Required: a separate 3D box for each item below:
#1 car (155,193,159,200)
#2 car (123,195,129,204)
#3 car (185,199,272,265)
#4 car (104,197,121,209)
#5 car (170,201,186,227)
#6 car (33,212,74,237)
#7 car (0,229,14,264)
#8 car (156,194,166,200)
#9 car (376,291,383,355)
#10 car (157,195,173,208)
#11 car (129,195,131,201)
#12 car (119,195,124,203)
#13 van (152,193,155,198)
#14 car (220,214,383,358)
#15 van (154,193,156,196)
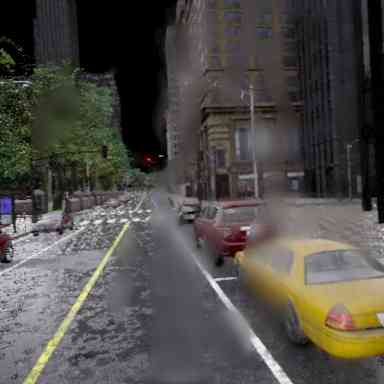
[{"bbox_3d":[-5.129,1.450,59.107,1.752,1.417,4.829,-3,0,-8],"label":"car"},{"bbox_3d":[-15.716,1.838,73.940,1.967,1.590,4.097,-3,0,-8],"label":"car"},{"bbox_3d":[1.287,1.181,11.238,2.192,1.841,5.009,-3,0,-8],"label":"car"},{"bbox_3d":[-12.824,1.932,52.453,2.008,1.369,4.403,-3,0,-8],"label":"car"},{"bbox_3d":[-0.143,1.448,21.993,1.947,1.339,4.313,-3,0,-8],"label":"car"},{"bbox_3d":[-8.582,1.926,20.877,1.802,1.307,4.206,-3,0,-8],"label":"car"},{"bbox_3d":[-7.145,1.768,10.121,1.967,1.590,4.097,-3,0,-8],"label":"car"},{"bbox_3d":[-4.383,1.485,53.567,1.947,1.339,4.313,-3,0,-8],"label":"car"},{"bbox_3d":[2.744,1.398,0.485,2.008,1.369,4.403,-3,0,-8],"label":"car"},{"bbox_3d":[-3.662,1.480,48.195,1.947,1.339,4.313,-3,0,-8],"label":"car"},{"bbox_3d":[-16.445,1.716,79.312,2.192,1.841,5.009,-3,0,-8],"label":"car"},{"bbox_3d":[-13.551,1.827,57.824,1.967,1.590,4.097,-3,0,-8],"label":"car"},{"bbox_3d":[-8.725,1.281,85.798,1.690,1.788,3.998,-3,0,-8],"label":"van"},{"bbox_3d":[1.998,1.383,6.030,1.752,1.417,4.829,-3,0,-8],"label":"car"},{"bbox_3d":[-5.839,1.270,64.310,1.690,1.788,3.998,-3,0,-8],"label":"van"}]
